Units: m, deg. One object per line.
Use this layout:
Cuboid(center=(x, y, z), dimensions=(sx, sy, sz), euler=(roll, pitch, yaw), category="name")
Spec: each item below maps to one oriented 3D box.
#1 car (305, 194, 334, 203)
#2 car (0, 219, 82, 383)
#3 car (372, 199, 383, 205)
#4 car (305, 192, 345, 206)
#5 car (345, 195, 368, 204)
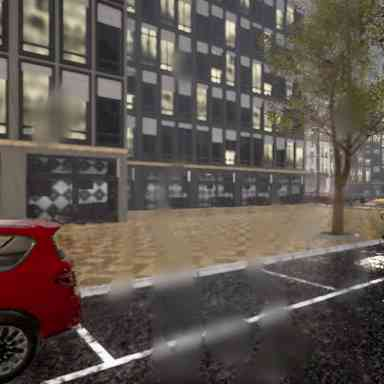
Cuboid(center=(21.221, 1.060, 55.362), dimensions=(1.802, 1.307, 4.206), euler=(1, 0, -36), category="car")
Cuboid(center=(-3.851, 1.313, 3.815), dimensions=(5.009, 1.841, 2.192), euler=(0, 0, -36), category="car")
Cuboid(center=(27.820, 1.210, 46.478), dimensions=(1.752, 1.417, 4.829), euler=(1, 0, -36), category="car")
Cuboid(center=(17.780, 0.909, 45.873), dimensions=(2.192, 1.841, 5.009), euler=(1, 0, -36), category="car")
Cuboid(center=(24.536, 1.149, 50.824), dimensions=(1.947, 1.339, 4.313), euler=(1, 0, -36), category="car")
